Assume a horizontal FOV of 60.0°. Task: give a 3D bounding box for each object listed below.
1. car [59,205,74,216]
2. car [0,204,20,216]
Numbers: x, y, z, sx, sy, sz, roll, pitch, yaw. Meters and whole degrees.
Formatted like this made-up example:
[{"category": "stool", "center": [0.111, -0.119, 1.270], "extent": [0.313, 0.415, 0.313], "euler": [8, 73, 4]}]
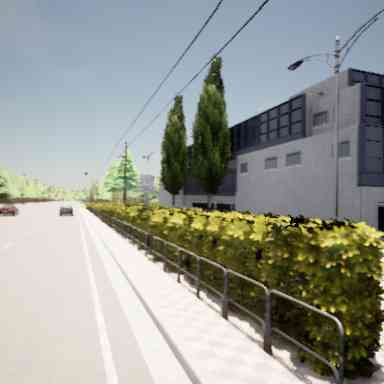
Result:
[{"category": "car", "center": [-17.951, 2.620, 47.588], "extent": [2.128, 1.511, 4.902], "euler": [2, -2, -19]}, {"category": "car", "center": [-23.964, 2.363, 43.579], "extent": [1.812, 1.442, 4.674], "euler": [2, -2, -19]}]
